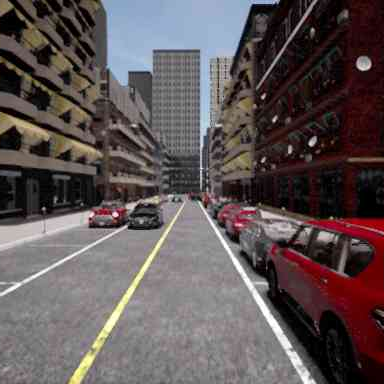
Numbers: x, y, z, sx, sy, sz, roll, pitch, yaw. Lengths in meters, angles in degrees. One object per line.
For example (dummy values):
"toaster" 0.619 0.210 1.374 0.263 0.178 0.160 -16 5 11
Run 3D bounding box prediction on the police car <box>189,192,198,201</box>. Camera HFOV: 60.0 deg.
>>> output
"police car" 0.842 1.128 70.471 1.930 1.638 5.238 0 0 0

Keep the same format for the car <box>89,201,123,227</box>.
"car" -5.320 1.351 21.708 1.967 1.590 4.097 -1 0 0

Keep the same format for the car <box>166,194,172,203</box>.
"car" -5.310 1.185 60.551 1.967 1.590 4.097 -1 0 0

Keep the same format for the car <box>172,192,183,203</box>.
"car" -2.759 1.232 62.050 2.128 1.511 4.902 0 0 1

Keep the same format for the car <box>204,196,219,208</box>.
"car" 2.564 1.414 32.825 2.008 1.369 4.403 -1 0 0

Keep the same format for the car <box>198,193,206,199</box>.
"car" 2.577 1.064 88.314 1.967 1.590 4.097 -1 0 0

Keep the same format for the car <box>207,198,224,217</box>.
"car" 2.563 1.453 27.276 1.947 1.339 4.313 -1 0 0

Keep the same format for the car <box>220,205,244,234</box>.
"car" 2.560 1.516 16.179 1.802 1.307 4.206 -1 0 0

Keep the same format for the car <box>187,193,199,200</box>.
"car" 0.298 1.138 86.238 1.837 1.490 4.892 0 0 15

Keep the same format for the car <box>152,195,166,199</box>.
"car" -5.312 1.319 49.283 1.752 1.417 4.829 -1 0 0

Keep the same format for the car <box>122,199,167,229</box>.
"car" -2.845 1.418 21.050 1.837 1.490 4.892 0 0 0

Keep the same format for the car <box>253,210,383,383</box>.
"car" 2.554 1.294 5.080 2.192 1.841 5.009 -1 0 0

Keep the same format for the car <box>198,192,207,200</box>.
"car" 2.574 0.963 82.765 2.192 1.841 5.009 -1 0 0

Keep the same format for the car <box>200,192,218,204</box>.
"car" 2.564 1.131 43.922 2.192 1.841 5.009 -1 0 0

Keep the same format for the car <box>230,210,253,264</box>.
"car" 2.559 1.507 10.629 2.008 1.369 4.403 -1 0 0

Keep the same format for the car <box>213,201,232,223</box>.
"car" 2.562 1.492 21.728 1.802 1.307 4.206 -1 0 0

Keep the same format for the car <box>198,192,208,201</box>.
"car" 2.572 0.988 77.216 2.192 1.841 5.009 -1 0 0

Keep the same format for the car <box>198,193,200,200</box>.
"car" 2.573 1.303 66.119 1.802 1.307 4.206 -1 0 0
